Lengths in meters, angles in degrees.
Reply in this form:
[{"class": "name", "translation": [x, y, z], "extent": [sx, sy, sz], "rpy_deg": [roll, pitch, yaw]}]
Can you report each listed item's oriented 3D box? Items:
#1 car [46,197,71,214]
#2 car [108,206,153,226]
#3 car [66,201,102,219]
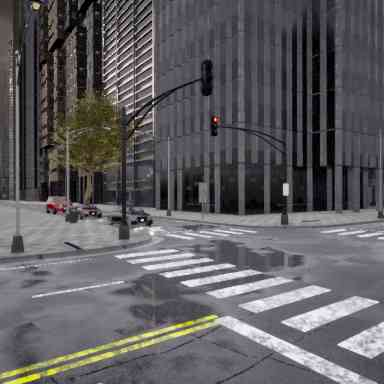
[{"class": "car", "translation": [-16.113, 1.573, 40.326], "extent": [2.150, 2.045, 5.566], "rpy_deg": [0, 0, -35]}, {"class": "car", "translation": [-4.489, 1.728, 23.960], "extent": [1.994, 1.385, 4.181], "rpy_deg": [0, 0, -35]}, {"class": "car", "translation": [-10.211, 1.817, 31.995], "extent": [1.994, 1.385, 4.181], "rpy_deg": [0, 0, -36]}]
